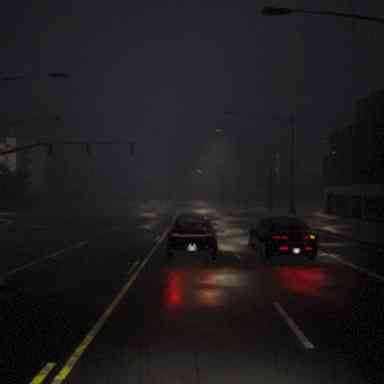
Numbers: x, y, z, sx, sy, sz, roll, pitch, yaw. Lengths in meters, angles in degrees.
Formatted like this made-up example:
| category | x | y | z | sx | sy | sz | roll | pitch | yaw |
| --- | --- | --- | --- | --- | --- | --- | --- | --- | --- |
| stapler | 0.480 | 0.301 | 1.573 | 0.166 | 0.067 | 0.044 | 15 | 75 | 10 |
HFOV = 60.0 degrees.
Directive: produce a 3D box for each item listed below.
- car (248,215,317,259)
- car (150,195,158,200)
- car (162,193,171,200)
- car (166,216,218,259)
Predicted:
| category | x | y | z | sx | sy | sz | roll | pitch | yaw |
| --- | --- | --- | --- | --- | --- | --- | --- | --- | --- |
| car | 3.514 | 1.720 | 13.537 | 1.837 | 1.490 | 4.892 | 0 | 0 | 0 |
| car | -10.522 | 1.604 | 93.457 | 2.128 | 1.511 | 4.902 | 0 | 0 | 0 |
| car | -7.022 | 1.304 | 93.429 | 2.150 | 2.045 | 5.566 | 0 | 0 | 0 |
| car | 0.014 | 1.705 | 13.541 | 2.128 | 1.511 | 4.902 | 0 | -1 | 0 |
